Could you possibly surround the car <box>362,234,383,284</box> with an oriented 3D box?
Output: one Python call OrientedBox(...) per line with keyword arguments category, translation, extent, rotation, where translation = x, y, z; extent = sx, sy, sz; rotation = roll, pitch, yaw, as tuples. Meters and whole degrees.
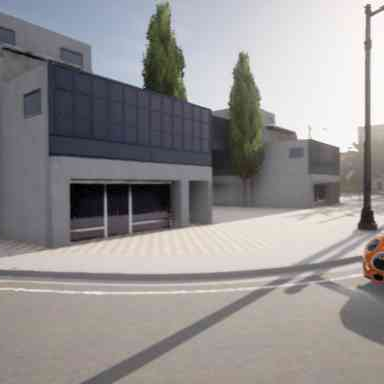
OrientedBox(category="car", translation=(6.003, 1.170, 7.760), extent=(4.553, 1.767, 2.097), rotation=(-1, 1, -34))
